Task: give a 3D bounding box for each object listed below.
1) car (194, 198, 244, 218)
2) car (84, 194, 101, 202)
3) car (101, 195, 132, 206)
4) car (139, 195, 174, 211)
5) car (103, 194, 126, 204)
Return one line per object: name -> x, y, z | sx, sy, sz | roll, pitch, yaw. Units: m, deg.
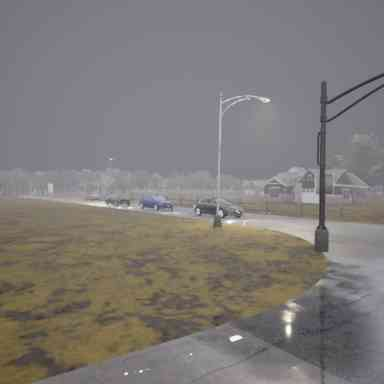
car -> 2.039, 1.227, 26.452 | 1.837, 1.490, 4.892 | 2, 0, -35
car -> -18.200, 1.008, 61.130 | 2.033, 1.411, 5.357 | 2, -1, -35
car -> -9.540, 1.109, 42.755 | 1.895, 1.301, 4.718 | 2, -1, -35
car -> -3.753, 1.084, 34.600 | 1.882, 1.535, 5.008 | 2, 0, -36
car -> -12.404, 1.088, 52.977 | 1.994, 1.385, 4.181 | 2, -1, -35
